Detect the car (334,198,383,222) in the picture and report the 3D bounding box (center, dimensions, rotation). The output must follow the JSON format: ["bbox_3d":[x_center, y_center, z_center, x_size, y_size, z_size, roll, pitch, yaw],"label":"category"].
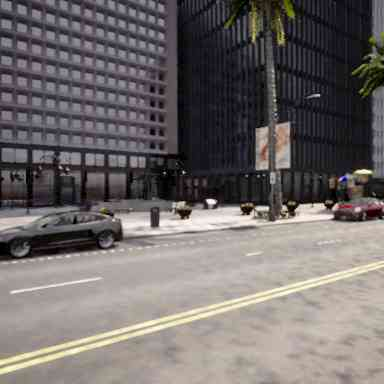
[{"bbox_3d":[12.877,1.251,25.488,4.553,1.767,2.185,0,0,-36],"label":"car"}]

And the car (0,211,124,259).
[{"bbox_3d":[-5.016,1.500,12.808,4.786,1.482,2.161,0,0,-36],"label":"car"}]
